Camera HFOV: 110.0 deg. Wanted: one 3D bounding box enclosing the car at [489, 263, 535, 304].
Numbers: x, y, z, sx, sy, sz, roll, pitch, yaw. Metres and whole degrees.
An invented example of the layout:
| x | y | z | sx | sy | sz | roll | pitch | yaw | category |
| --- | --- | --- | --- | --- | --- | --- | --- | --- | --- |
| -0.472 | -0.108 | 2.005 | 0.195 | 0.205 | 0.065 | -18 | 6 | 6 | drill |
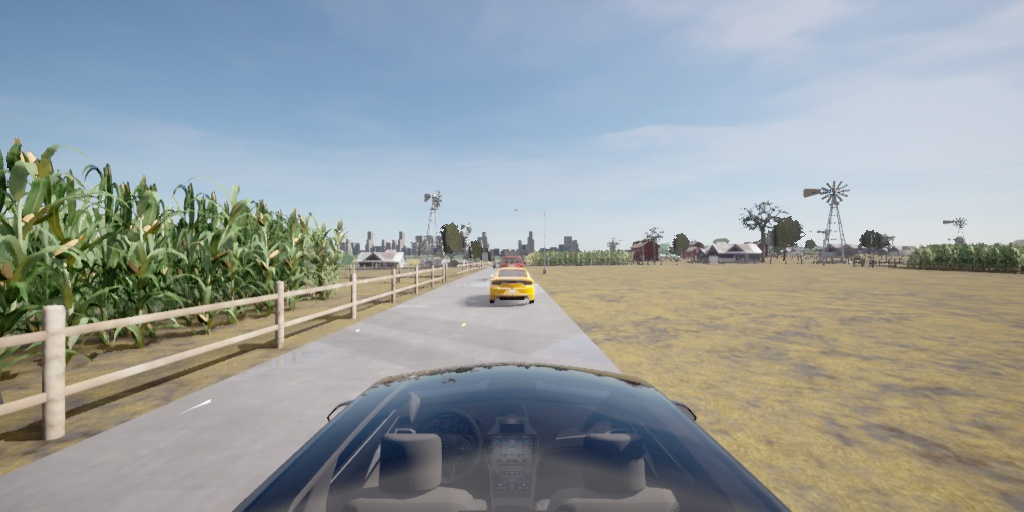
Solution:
| x | y | z | sx | sy | sz | roll | pitch | yaw | category |
| --- | --- | --- | --- | --- | --- | --- | --- | --- | --- |
| 0.000 | 1.249 | 16.502 | 1.882 | 1.535 | 5.008 | 0 | 0 | 0 | car |

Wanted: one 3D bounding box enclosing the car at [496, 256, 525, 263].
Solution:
| x | y | z | sx | sy | sz | roll | pitch | yaw | category |
| --- | --- | --- | --- | --- | --- | --- | --- | --- | --- |
| 0.000 | 1.066 | 31.538 | 2.150 | 2.045 | 5.566 | 0 | 0 | 0 | car |
